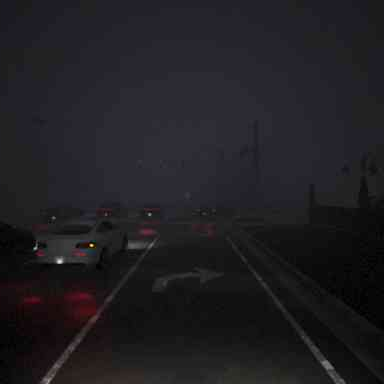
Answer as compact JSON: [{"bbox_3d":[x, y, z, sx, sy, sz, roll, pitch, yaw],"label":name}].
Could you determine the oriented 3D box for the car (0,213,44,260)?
[{"bbox_3d":[-6.920,1.590,10.941,1.994,1.385,4.181,0,0,0],"label":"car"}]

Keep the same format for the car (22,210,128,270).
[{"bbox_3d":[-3.419,1.551,10.943,1.812,1.442,4.674,0,0,0],"label":"car"}]

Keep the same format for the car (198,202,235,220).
[{"bbox_3d":[2.118,1.593,29.086,1.812,1.442,4.674,-1,0,29],"label":"car"}]

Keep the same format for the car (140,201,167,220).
[{"bbox_3d":[-3.396,1.572,29.197,1.837,1.490,4.892,0,0,0],"label":"car"}]

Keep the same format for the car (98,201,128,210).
[{"bbox_3d":[-6.896,1.572,29.214,1.837,1.490,4.892,0,0,0],"label":"car"}]

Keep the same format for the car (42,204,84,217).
[{"bbox_3d":[-10.402,1.664,27.272,1.895,1.301,4.718,0,0,0],"label":"car"}]
